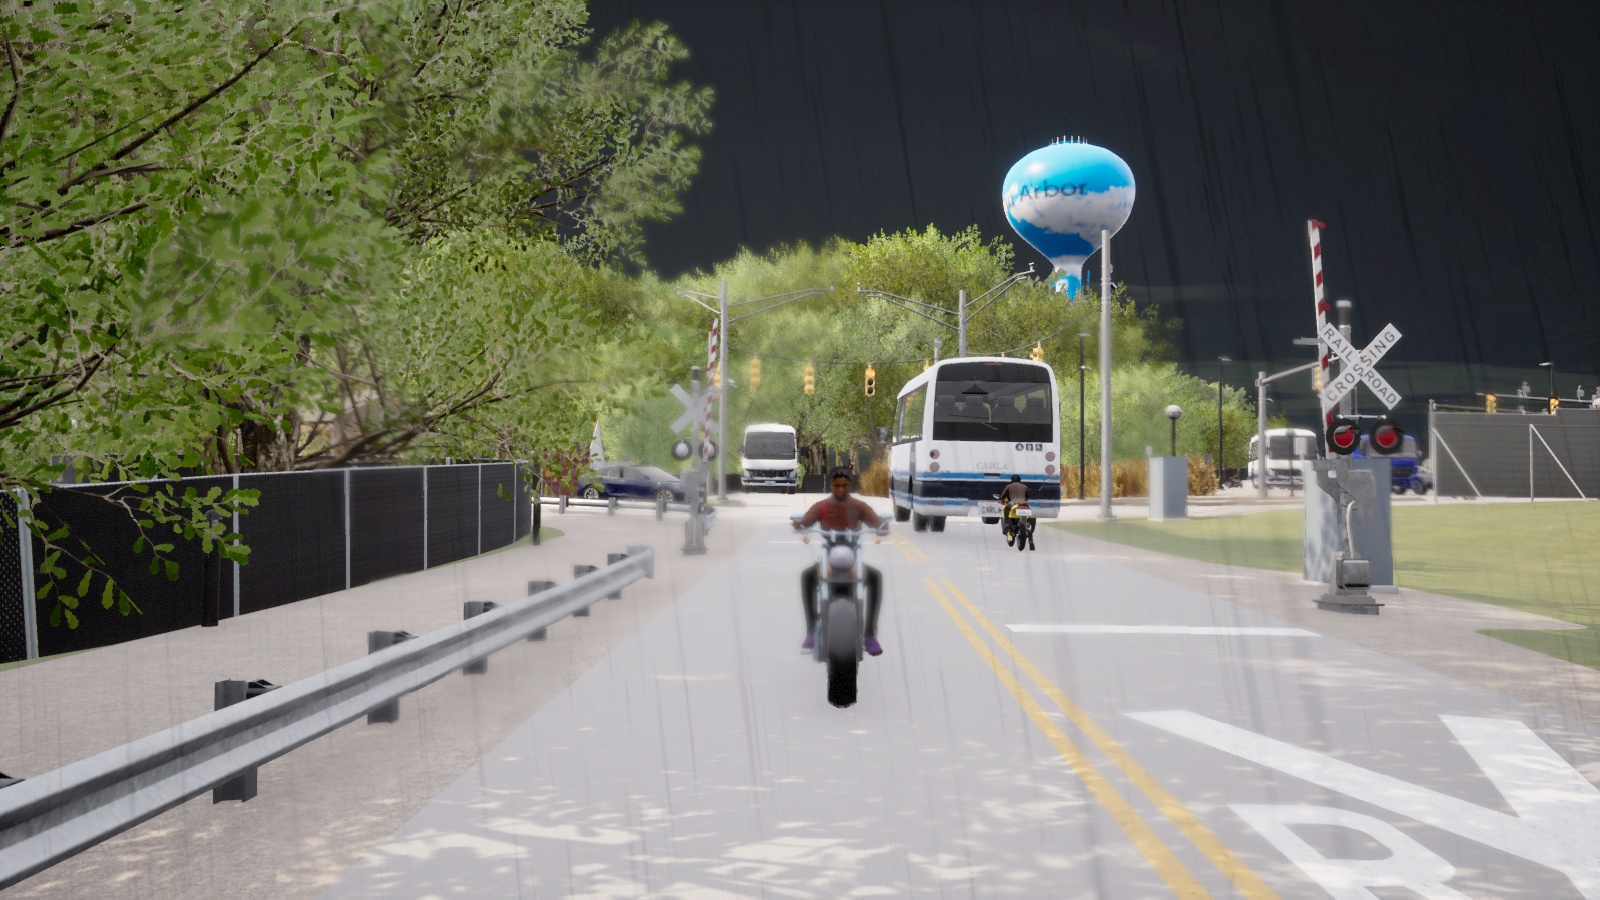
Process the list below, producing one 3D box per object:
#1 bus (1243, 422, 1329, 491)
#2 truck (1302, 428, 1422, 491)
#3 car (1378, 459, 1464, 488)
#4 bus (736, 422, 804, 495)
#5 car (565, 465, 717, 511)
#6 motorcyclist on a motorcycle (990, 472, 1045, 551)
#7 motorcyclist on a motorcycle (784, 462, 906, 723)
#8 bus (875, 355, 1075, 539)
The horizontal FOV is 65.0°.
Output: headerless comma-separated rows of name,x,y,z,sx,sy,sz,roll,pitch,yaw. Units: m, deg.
bus,33.060,0.568,85.932,3.944,4.253,10.273,0,-3,12
truck,32.449,0.593,72.945,2.891,3.462,7.936,0,-1,-5
car,36.099,1.367,73.143,2.152,1.651,5.027,0,-1,-5
bus,-1.876,0.643,77.962,3.944,4.253,10.273,0,-2,-2
car,-5.467,1.299,43.212,4.792,1.488,2.163,0,-2,28
motorcyclist on a motorcycle,4.380,1.217,25.429,0.797,1.523,2.044,0,-1,1
motorcyclist on a motorcycle,0.312,0.918,9.121,0.766,1.649,2.350,0,-1,1
bus,4.384,-0.010,34.388,3.944,4.253,10.273,1,-1,0
